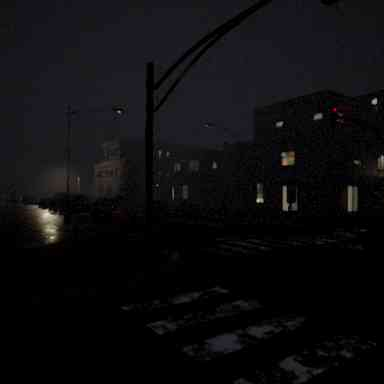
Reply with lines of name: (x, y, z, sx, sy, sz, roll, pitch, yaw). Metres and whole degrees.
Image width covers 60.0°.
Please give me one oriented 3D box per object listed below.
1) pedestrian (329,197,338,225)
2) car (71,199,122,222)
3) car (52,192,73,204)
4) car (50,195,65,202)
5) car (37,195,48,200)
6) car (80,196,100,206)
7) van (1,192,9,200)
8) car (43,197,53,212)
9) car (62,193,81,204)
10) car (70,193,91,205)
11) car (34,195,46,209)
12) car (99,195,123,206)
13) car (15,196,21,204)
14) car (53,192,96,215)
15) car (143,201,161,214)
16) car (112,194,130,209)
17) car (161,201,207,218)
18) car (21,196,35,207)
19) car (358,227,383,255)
pedestrian: (9.121, 1.206, 21.492, 0.375, 1.860, 0.375, 1, -1, -35)
car: (-7.406, 1.458, 25.501, 2.008, 1.369, 4.403, 1, 0, -35)
car: (-22.489, 1.037, 57.538, 2.150, 2.045, 5.566, 1, -1, -35)
car: (-28.817, 1.361, 71.271, 1.947, 1.339, 4.313, 1, 0, -35)
car: (-38.252, 1.322, 84.942, 1.802, 1.307, 4.206, 1, 0, -35)
car: (-16.331, 1.399, 53.184, 1.752, 1.417, 4.829, 1, 0, -35)
van: (-45.148, 1.004, 80.184, 1.690, 1.788, 3.998, 1, 0, -35)
car: (-13.697, 1.412, 34.615, 2.008, 1.369, 4.403, 1, 0, -35)
car: (-22.522, 1.149, 62.159, 2.192, 1.841, 5.009, 1, 0, -35)
car: (-19.378, 1.169, 57.602, 2.192, 1.841, 5.009, 1, 0, -35)
car: (-16.842, 1.384, 39.171, 1.887, 1.381, 4.507, 1, 0, -35)
car: (-10.509, 1.408, 40.184, 1.837, 1.490, 4.892, 1, 0, -35)
car: (-29.424, 1.323, 57.399, 1.947, 1.339, 4.313, 1, 0, -35)
car: (-10.549, 1.199, 30.059, 2.192, 1.841, 5.009, 1, 0, -35)
car: (-3.654, 1.542, 34.816, 1.802, 1.307, 4.206, 1, 0, -35)
car: (-9.941, 1.231, 43.931, 2.192, 1.841, 5.009, 1, 0, -35)
car: (-0.605, 1.508, 30.399, 1.752, 1.417, 4.829, 1, 0, -35)
car: (-23.037, 1.323, 48.146, 1.752, 1.417, 4.829, 1, 0, -35)
car: (7.203, 1.593, 10.463, 2.033, 1.411, 5.357, 0, 0, 4)
